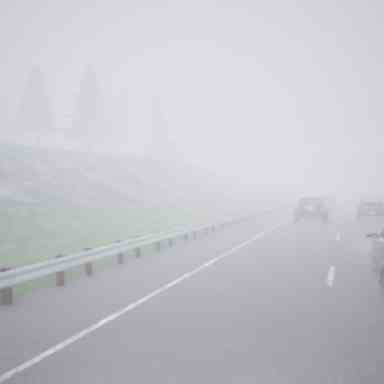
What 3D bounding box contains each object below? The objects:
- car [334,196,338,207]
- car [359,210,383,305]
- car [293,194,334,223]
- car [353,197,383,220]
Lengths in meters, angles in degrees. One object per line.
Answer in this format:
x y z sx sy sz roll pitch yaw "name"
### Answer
16.029 0.978 39.236 2.128 1.511 4.902 -1 0 25 "car"
4.858 1.348 6.910 2.128 1.511 4.902 -1 0 25 "car"
8.275 1.080 22.689 2.097 1.767 4.553 -1 0 26 "car"
12.473 1.109 23.294 2.128 1.511 4.902 -1 0 25 "car"
